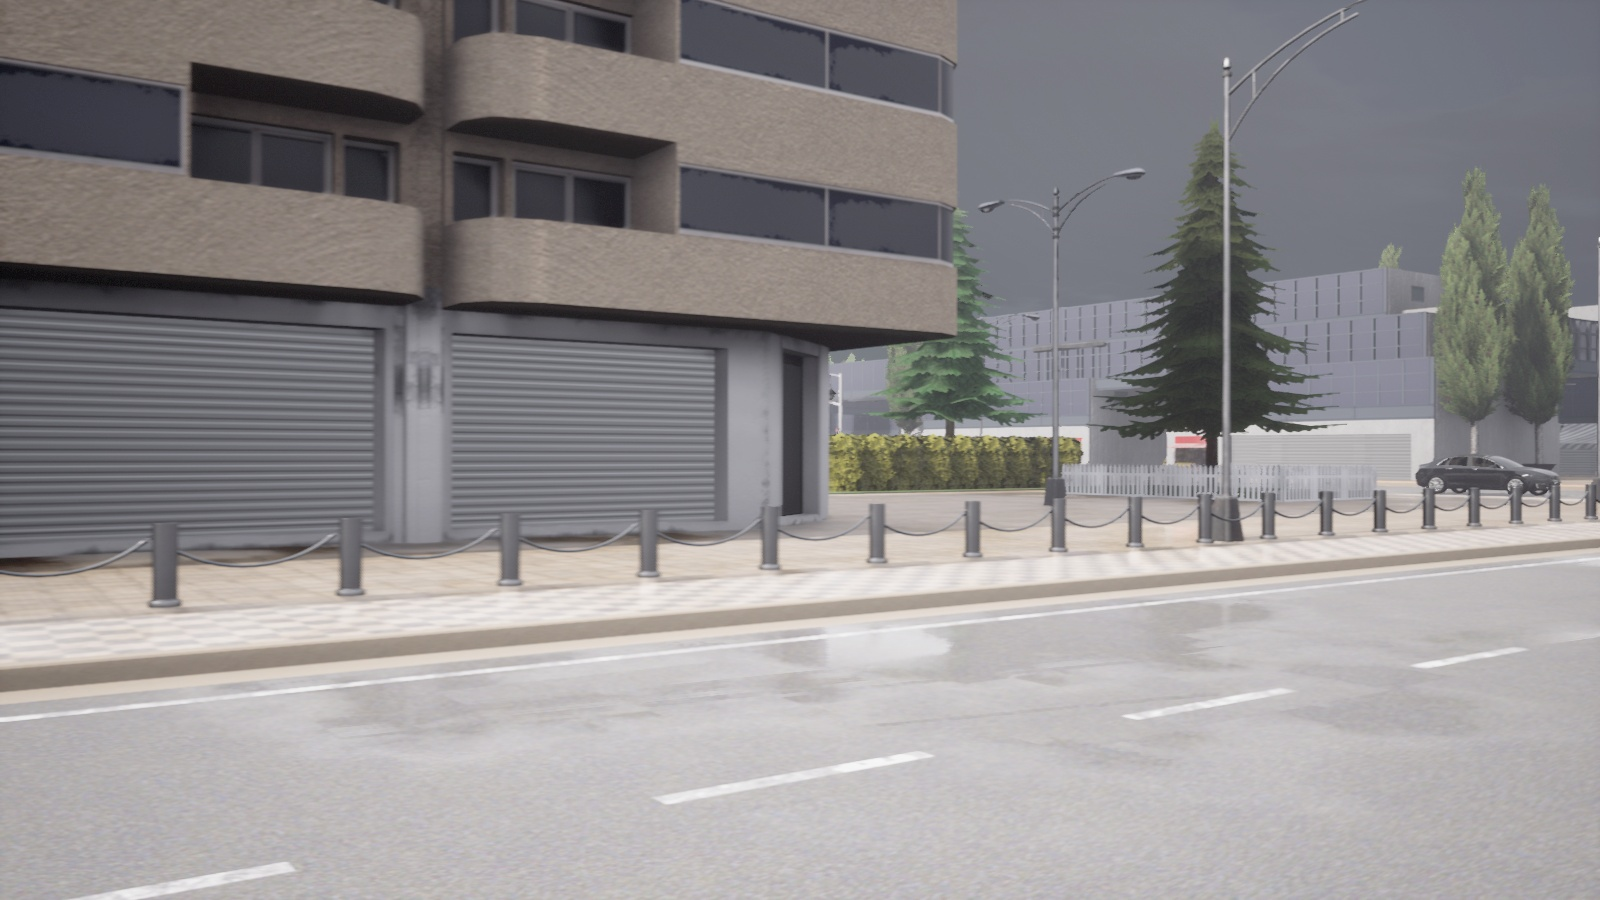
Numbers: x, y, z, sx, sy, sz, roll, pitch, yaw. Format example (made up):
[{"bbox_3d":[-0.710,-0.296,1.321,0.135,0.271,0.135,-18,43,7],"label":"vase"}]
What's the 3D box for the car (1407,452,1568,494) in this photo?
[{"bbox_3d":[25.302,0.810,46.372,1.837,1.490,4.892,0,0,-35],"label":"car"}]
